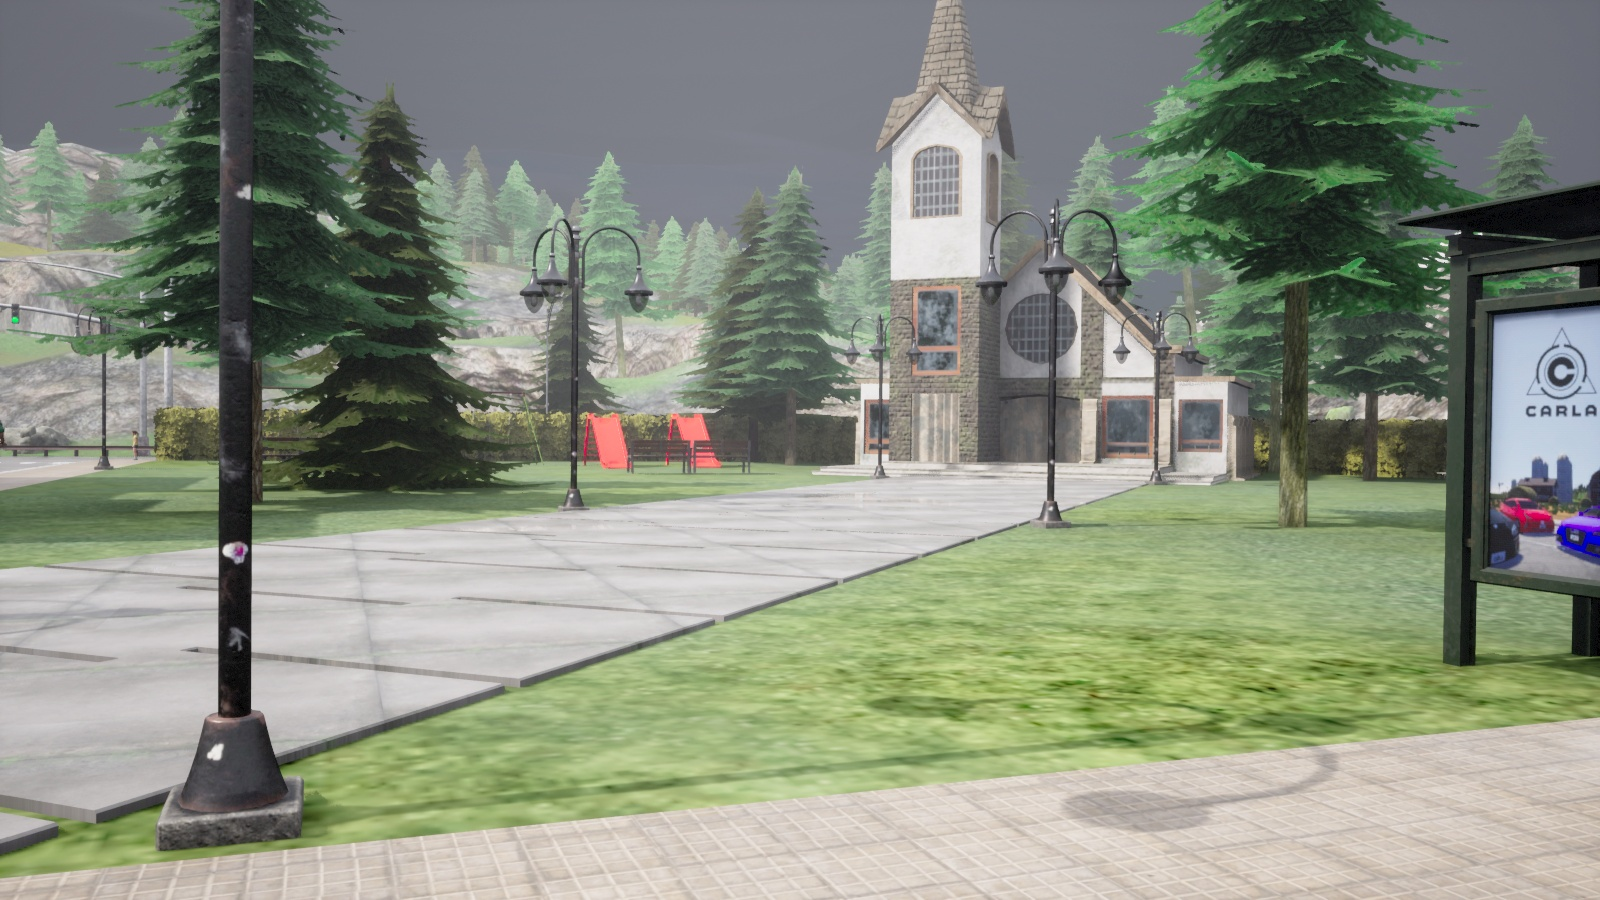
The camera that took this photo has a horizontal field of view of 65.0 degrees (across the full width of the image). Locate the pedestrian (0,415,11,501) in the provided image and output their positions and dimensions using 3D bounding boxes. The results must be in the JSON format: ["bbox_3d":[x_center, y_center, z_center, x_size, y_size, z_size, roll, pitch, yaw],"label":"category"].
[{"bbox_3d":[-18.525,0.177,28.687,0.659,1.952,0.873,-1,1,-21],"label":"pedestrian"}]
